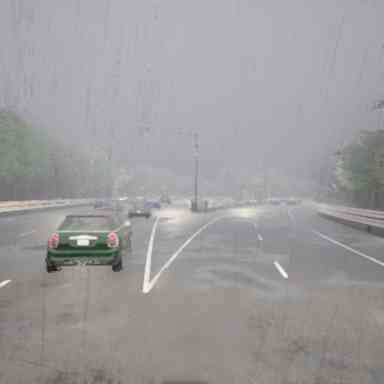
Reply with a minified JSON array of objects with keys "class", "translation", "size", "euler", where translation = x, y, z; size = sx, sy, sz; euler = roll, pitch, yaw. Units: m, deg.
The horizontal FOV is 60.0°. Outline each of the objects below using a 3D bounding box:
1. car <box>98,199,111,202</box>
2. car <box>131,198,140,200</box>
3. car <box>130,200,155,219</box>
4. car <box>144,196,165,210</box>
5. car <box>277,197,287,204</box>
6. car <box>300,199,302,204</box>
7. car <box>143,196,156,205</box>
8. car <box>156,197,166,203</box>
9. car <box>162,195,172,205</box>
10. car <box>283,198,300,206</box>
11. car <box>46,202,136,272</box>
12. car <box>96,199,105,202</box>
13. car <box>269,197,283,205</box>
[{"class":"car","translation":[-8.553,1.785,36.192],"size":[1.895,1.301,4.718],"euler":[1,0,-3]},{"class":"car","translation":[-12.393,1.949,73.727],"size":[1.994,1.385,4.181],"euler":[0,0,2]},{"class":"car","translation":[-4.889,1.752,31.890],"size":[1.994,1.385,4.181],"euler":[1,0,-3]},{"class":"car","translation":[-5.572,1.781,49.433],"size":[1.882,1.535,5.008],"euler":[0,0,-1]},{"class":"car","translation":[22.502,2.098,83.068],"size":[1.882,1.535,5.008],"euler":[0,-1,24]},{"class":"car","translation":[26.025,2.213,82.388],"size":[2.033,1.411,5.357],"euler":[0,-1,24]},{"class":"car","translation":[-8.977,1.765,71.111],"size":[2.097,1.767,4.553],"euler":[0,0,2]},{"class":"car","translation":[-8.123,2.088,88.527],"size":[1.994,1.385,4.181],"euler":[0,0,4]},{"class":"car","translation":[-5.478,1.666,71.115],"size":[2.150,2.045,5.566],"euler":[1,0,2]},{"class":"car","translation":[21.847,2.159,72.879],"size":[1.882,1.535,5.008],"euler":[0,-1,24]},{"class":"car","translation":[-3.182,1.401,11.155],"size":[2.097,1.767,4.553],"euler":[1,0,-6]},{"class":"car","translation":[-12.484,1.727,47.287],"size":[1.837,1.490,4.892],"euler":[0,-1,-1]},{"class":"car","translation":[18.314,2.139,73.537],"size":[1.882,1.535,5.008],"euler":[0,-1,24]}]
